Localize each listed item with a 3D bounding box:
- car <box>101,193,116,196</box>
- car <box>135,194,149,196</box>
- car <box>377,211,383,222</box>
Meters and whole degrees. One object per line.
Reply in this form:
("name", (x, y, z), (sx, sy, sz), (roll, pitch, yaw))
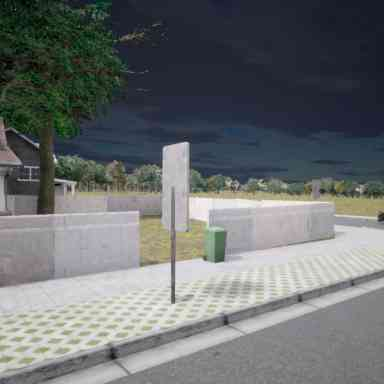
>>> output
("car", (-15.109, 0.828, 60.288), (1.994, 1.385, 4.181), (1, 0, -35))
("car", (-7.590, 0.985, 49.891), (2.033, 1.411, 5.357), (1, 0, -35))
("car", (13.917, 1.424, 20.126), (1.837, 1.490, 4.892), (1, 0, -36))
